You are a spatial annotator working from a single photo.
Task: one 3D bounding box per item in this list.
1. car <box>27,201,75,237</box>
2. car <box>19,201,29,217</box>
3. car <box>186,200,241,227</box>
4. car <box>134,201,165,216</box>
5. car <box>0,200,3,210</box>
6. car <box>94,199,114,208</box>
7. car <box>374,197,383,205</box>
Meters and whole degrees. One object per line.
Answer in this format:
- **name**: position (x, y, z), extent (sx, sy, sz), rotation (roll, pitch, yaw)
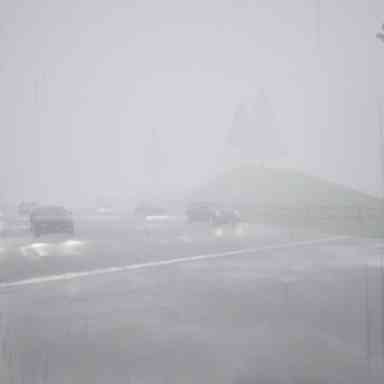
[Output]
- **car**: position (-7.953, 1.522, 18.760), extent (1.882, 1.535, 5.008), rotation (0, 0, -30)
- **car**: position (-16.165, 1.626, 33.140), extent (2.033, 1.411, 5.357), rotation (0, 0, -30)
- **car**: position (1.436, 1.398, 23.494), extent (2.097, 1.767, 4.553), rotation (0, 0, -30)
- **car**: position (-4.335, 1.635, 33.597), extent (1.994, 1.385, 4.181), rotation (0, 0, -30)
- **car**: position (-26.179, 1.439, 43.794), extent (2.128, 1.511, 4.902), rotation (0, 0, -30)
- **car**: position (-12.964, 1.672, 48.845), extent (1.994, 1.385, 4.181), rotation (0, 0, -29)
- **car**: position (34.788, 1.569, 59.047), extent (1.882, 1.535, 5.008), rotation (0, 0, -15)
